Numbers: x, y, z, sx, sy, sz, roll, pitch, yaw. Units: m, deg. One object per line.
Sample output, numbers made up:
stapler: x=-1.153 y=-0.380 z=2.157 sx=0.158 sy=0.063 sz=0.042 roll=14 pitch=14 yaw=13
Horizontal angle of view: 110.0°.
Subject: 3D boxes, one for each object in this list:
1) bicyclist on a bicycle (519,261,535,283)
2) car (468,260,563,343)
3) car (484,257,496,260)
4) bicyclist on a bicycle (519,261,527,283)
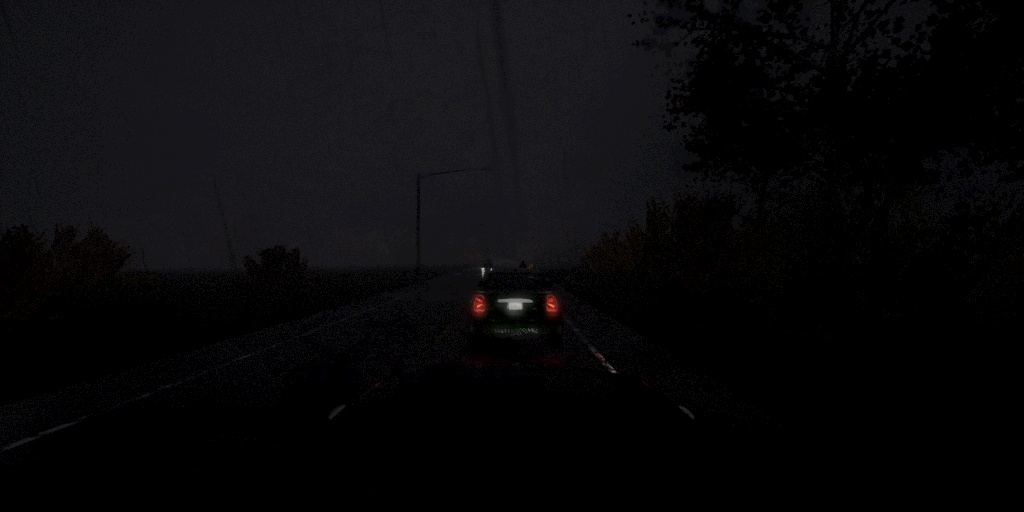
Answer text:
bicyclist on a bicycle: x=0.903 y=1.181 z=17.152 sx=0.866 sy=1.612 sz=1.509 roll=0 pitch=0 yaw=0
car: x=0.072 y=1.099 z=9.808 sx=2.097 sy=1.767 sz=4.553 roll=0 pitch=0 yaw=0
car: x=-4.065 y=1.239 z=60.616 sx=1.837 sy=1.490 sz=4.892 roll=0 pitch=0 yaw=-1
bicyclist on a bicycle: x=0.839 y=1.193 z=27.269 sx=0.582 sy=1.620 sz=1.656 roll=0 pitch=0 yaw=0
